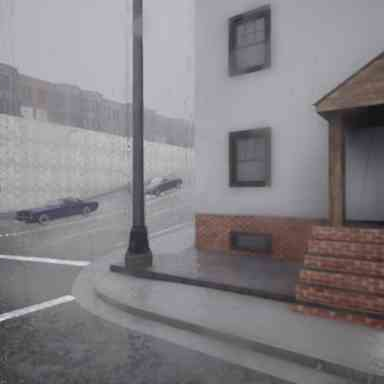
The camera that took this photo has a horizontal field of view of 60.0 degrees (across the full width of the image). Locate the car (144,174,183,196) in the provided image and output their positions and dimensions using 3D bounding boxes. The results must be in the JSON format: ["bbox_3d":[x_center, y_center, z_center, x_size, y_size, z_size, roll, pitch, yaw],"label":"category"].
[{"bbox_3d":[-2.642,-0.699,28.394,1.812,1.442,4.674,0,13,35],"label":"car"}]

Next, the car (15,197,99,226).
[{"bbox_3d":[-8.198,1.082,20.483,1.895,1.301,4.718,0,6,35],"label":"car"}]
